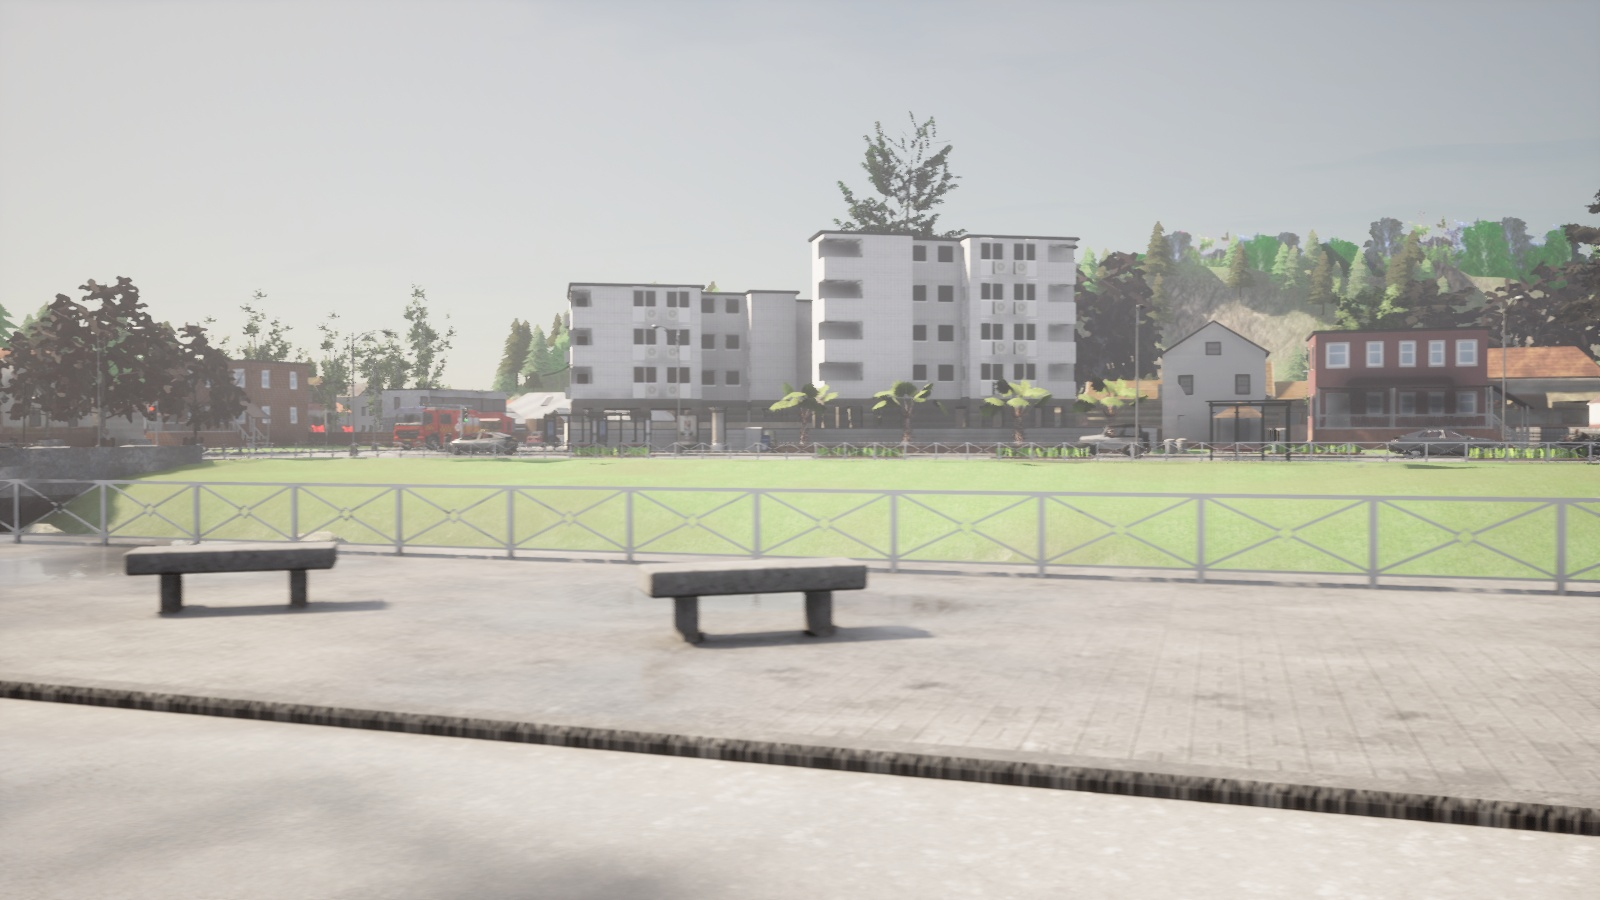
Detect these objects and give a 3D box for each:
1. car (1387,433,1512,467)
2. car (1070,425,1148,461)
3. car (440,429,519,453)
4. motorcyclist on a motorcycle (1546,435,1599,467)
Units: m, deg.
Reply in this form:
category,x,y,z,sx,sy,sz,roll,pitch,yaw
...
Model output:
category,x,y,z,sx,sy,sz,roll,pitch,yaw
car,30.243,-0.043,58.643,4.902,1.511,2.128,1,1,19
car,16.607,-0.395,67.452,3.866,1.878,1.905,1,1,19
car,-20.381,-0.583,79.907,4.514,1.525,2.007,1,1,19
motorcyclist on a motorcycle,37.315,0.033,60.483,2.191,1.530,0.866,1,1,19
